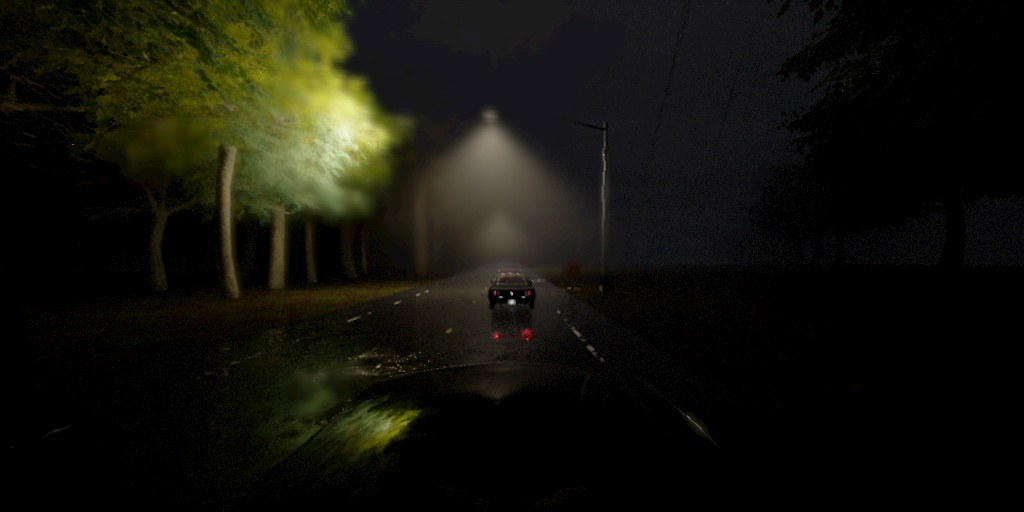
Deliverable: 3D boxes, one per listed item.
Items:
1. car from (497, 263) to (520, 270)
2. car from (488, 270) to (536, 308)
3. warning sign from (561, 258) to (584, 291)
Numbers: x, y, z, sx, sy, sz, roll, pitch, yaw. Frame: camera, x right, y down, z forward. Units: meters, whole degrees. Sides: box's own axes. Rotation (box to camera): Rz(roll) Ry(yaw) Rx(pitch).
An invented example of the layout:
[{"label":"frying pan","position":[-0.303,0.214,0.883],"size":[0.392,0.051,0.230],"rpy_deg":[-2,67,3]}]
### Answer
[{"label":"car","position":[-0.001,1.573,30.852],"size":[2.033,1.411,5.357],"rpy_deg":[0,-1,0]},{"label":"car","position":[0.001,1.485,15.970],"size":[1.895,1.301,4.718],"rpy_deg":[0,-1,0]},{"label":"warning sign","position":[3.548,1.046,20.901],"size":[1.300,1.860,1.060],"rpy_deg":[0,0,0]}]
